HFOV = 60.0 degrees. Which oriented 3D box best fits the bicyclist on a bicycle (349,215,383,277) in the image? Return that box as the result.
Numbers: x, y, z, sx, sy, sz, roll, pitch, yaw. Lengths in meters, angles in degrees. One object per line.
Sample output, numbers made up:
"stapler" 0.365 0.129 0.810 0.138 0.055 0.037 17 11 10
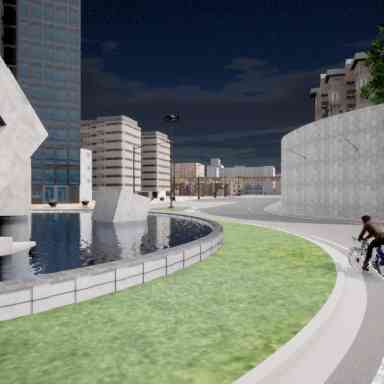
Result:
"bicyclist on a bicycle" 4.845 1.455 8.972 0.582 1.620 1.656 0 -2 -18
